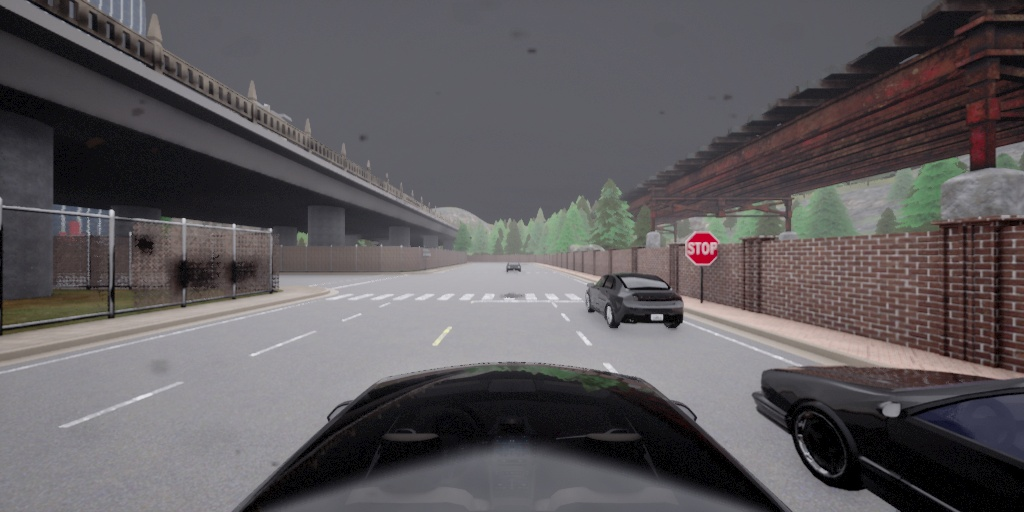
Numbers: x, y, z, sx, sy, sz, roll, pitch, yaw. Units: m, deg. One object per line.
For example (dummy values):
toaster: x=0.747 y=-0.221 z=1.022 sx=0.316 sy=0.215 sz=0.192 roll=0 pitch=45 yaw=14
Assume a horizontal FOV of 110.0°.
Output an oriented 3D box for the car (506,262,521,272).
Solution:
car: x=0.211 y=1.428 z=46.197 sx=1.895 sy=1.301 sz=4.718 roll=0 pitch=0 yaw=-1

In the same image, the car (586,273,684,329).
car: x=3.606 y=1.272 z=11.312 sx=1.837 sy=1.490 sz=4.892 roll=0 pitch=0 yaw=0

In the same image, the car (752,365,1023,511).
car: x=3.600 y=1.297 z=1.519 sx=2.033 sy=1.411 sz=5.357 roll=0 pitch=0 yaw=0
